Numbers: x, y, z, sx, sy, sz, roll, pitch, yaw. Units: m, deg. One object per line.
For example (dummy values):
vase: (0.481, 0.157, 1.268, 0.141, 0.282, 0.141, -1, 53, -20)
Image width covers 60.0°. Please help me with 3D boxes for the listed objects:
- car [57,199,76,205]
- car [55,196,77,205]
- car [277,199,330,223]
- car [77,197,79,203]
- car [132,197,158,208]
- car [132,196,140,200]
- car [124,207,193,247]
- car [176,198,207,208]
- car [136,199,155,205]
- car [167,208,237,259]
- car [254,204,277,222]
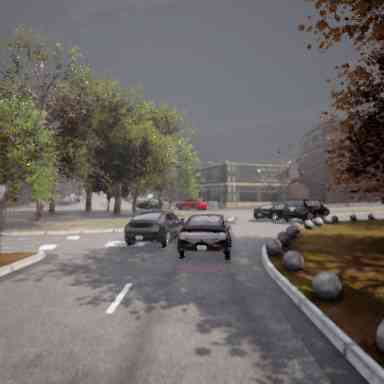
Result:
car: (-33.513, 2.652, 88.992, 4.674, 1.452, 2.002, 0, 0, -15)
car: (-32.089, 2.449, 83.662, 4.553, 1.767, 2.185, 0, -1, -15)
car: (10.019, 1.605, 29.069, 2.150, 2.045, 5.566, -2, -2, 44)
car: (-32.824, 2.595, 86.324, 5.008, 1.535, 2.097, 0, -1, -15)
car: (-7.750, 2.196, 57.252, 2.097, 1.767, 4.553, 1, -1, -40)
car: (-13.497, 2.595, 92.236, 4.553, 1.767, 2.185, 0, -1, -15)
car: (-1.567, 1.653, 15.906, 1.837, 1.490, 4.892, -1, -1, 14)
car: (-0.120, 2.035, 54.752, 5.566, 2.045, 2.150, 0, -1, 37)
car: (-12.186, 2.703, 86.960, 4.792, 1.488, 2.163, 0, -1, -15)
car: (0.680, 1.603, 13.146, 2.128, 1.511, 4.902, 0, -1, 8)
car: (7.834, 1.900, 31.386, 5.008, 1.535, 1.882, 1, -2, -44)
